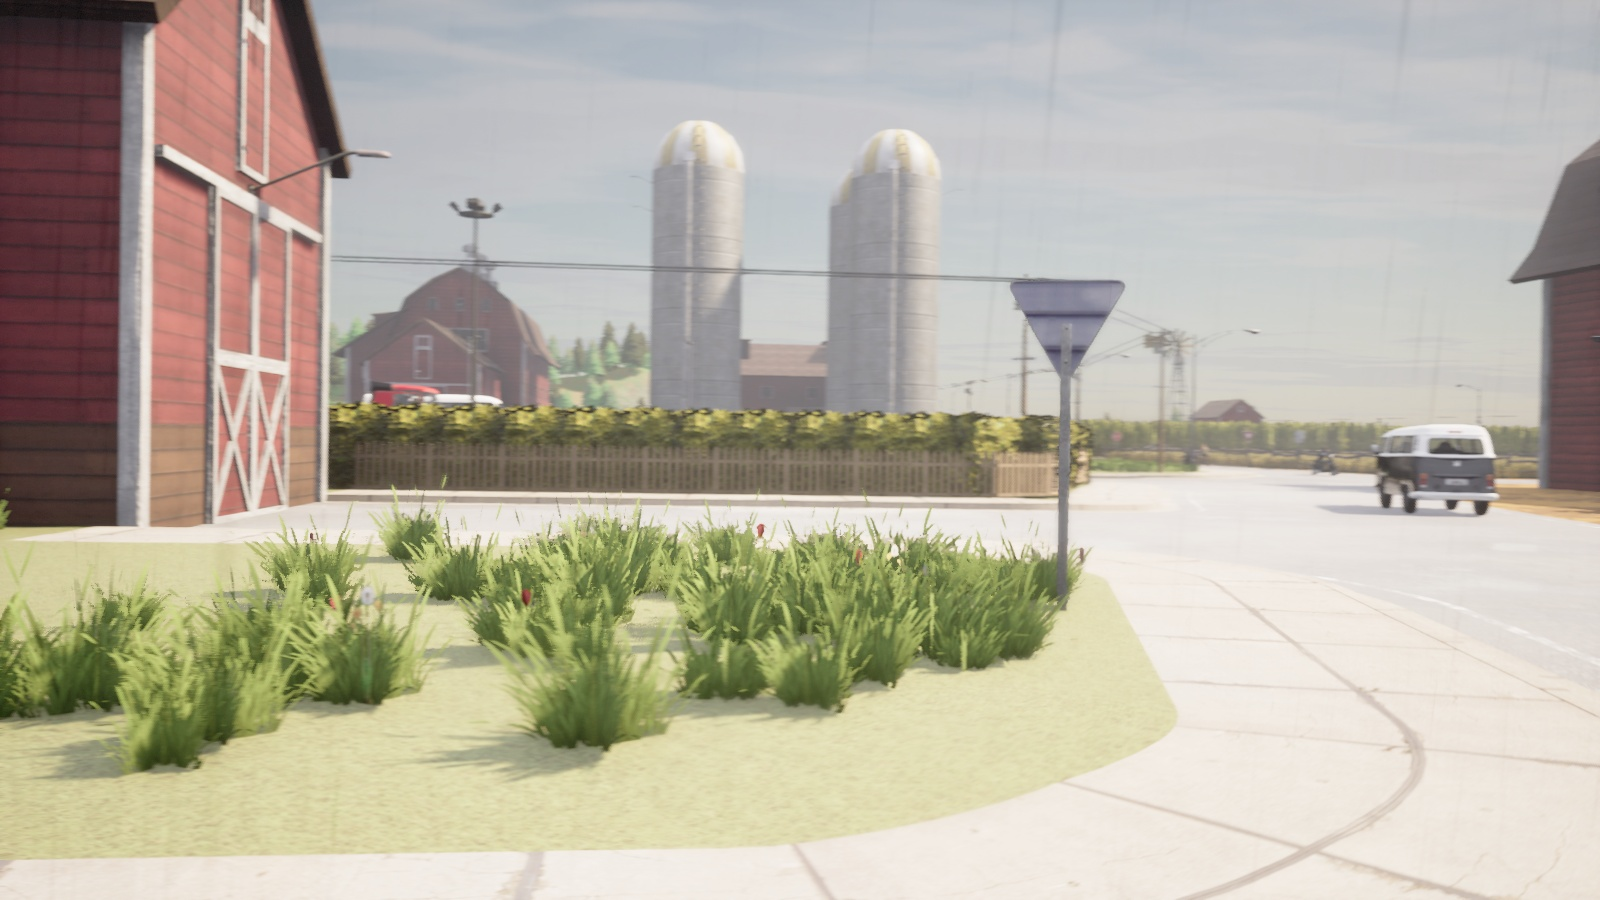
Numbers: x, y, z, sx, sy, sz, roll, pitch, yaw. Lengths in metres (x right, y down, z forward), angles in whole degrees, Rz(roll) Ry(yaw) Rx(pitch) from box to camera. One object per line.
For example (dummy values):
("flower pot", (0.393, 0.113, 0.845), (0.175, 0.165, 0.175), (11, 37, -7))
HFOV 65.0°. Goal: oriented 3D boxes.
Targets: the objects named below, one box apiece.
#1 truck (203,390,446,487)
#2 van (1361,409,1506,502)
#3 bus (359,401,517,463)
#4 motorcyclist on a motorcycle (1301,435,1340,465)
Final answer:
("truck", (-17.490, -0.452, 46.692), (7.936, 3.462, 2.891), (0, 1, -6))
("van", (14.909, 0.104, 29.825), (2.069, 2.038, 4.480), (0, 0, 13))
("bus", (-25.572, -1.275, 89.325), (10.273, 4.253, 3.944), (0, 1, -7))
("motorcyclist on a motorcycle", (28.076, -0.025, 67.786), (0.866, 1.590, 1.817), (1, 0, -23))
